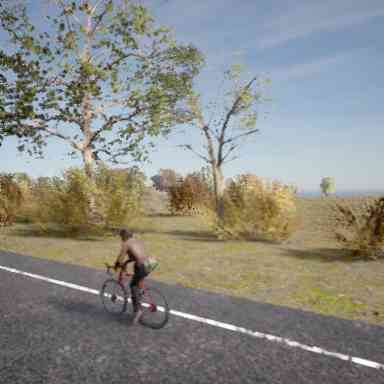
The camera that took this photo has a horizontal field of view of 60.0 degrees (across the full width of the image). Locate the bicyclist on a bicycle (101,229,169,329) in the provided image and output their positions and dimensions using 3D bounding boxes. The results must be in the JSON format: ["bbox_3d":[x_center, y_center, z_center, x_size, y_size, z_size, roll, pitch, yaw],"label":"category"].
[{"bbox_3d":[-1.040,1.474,5.800,1.656,1.620,0.582,-1,0,35],"label":"bicyclist on a bicycle"}]
